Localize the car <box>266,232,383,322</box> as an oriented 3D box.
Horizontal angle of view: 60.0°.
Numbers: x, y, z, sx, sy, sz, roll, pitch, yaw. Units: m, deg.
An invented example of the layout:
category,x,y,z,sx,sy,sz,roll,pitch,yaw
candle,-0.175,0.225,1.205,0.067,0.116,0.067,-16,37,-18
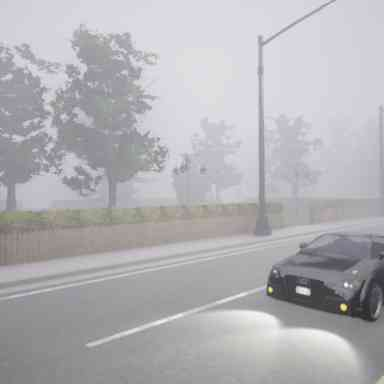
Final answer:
category,x,y,z,sx,sy,sz,roll,pitch,yaw
car,3.487,1.612,7.411,4.181,1.385,1.994,0,-1,-43
